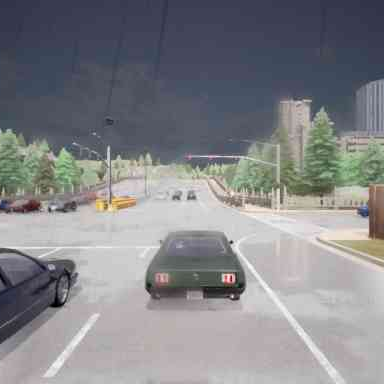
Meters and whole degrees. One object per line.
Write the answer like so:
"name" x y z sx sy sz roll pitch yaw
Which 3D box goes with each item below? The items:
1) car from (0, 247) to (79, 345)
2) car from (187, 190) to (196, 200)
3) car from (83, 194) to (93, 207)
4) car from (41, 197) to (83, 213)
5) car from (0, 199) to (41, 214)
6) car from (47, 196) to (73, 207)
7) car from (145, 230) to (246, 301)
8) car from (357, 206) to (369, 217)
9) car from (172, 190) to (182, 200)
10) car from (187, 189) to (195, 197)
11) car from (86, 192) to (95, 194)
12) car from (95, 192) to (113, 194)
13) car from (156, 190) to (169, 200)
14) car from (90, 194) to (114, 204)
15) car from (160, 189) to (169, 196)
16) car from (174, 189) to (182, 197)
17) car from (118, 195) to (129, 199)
"car" -3.431 1.547 4.894 2.033 1.411 5.357 0 0 0
"car" -0.104 0.855 77.387 2.097 1.767 4.553 0 4 0
"car" -17.591 1.505 52.754 1.837 1.490 4.892 0 0 0
"car" -14.098 1.491 36.355 2.128 1.511 4.902 0 0 0
"car" -17.597 1.477 34.985 1.882 1.535 5.008 0 0 0
"car" -21.088 1.492 53.398 2.128 1.511 4.902 0 0 0
"car" 0.108 1.601 8.304 1.895 1.301 4.718 0 0 1
"car" 16.999 1.478 28.842 5.008 1.535 1.882 0 0 0
"car" -3.603 1.019 77.135 1.837 1.490 4.892 0 4 0
"car" -0.159 0.222 87.456 2.033 1.411 5.357 0 7 0
"car" -21.058 1.102 68.895 2.150 2.045 5.566 0 1 0
"car" -17.554 1.124 68.192 2.150 2.045 5.566 0 1 0
"car" -7.102 0.730 77.233 2.150 2.045 5.566 0 4 0
"car" -14.093 1.477 52.874 1.882 1.535 5.008 0 0 0
"car" -7.161 0.229 87.868 1.895 1.301 4.718 0 7 0
"car" -3.659 0.207 87.435 2.128 1.511 4.902 0 7 0
"car" -14.054 1.423 68.176 2.128 1.511 4.902 0 1 0
